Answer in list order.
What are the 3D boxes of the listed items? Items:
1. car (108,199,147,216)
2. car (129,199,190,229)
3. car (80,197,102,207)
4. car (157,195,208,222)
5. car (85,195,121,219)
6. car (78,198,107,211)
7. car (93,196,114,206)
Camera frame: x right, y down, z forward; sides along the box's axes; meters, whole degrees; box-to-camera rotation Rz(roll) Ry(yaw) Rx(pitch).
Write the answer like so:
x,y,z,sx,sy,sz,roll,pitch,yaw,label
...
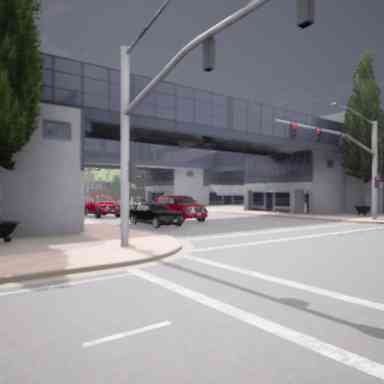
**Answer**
x,y,z,sx,sy,sz,roll,pitch,yaw,label
-6.755,1.545,34.325,2.128,1.511,4.902,0,0,-36,car
-2.495,1.517,22.532,1.882,1.535,5.008,0,0,-36,car
-16.388,1.575,53.821,1.837,1.490,4.892,0,0,-36,car
-1.010,1.272,26.477,2.150,2.045,5.566,0,0,-34,car
-8.349,1.264,30.571,2.150,2.045,5.566,0,0,-36,car
-12.871,1.548,42.740,2.128,1.511,4.902,0,0,-36,car
-15.715,1.560,58.914,1.882,1.535,5.008,0,0,-35,car
